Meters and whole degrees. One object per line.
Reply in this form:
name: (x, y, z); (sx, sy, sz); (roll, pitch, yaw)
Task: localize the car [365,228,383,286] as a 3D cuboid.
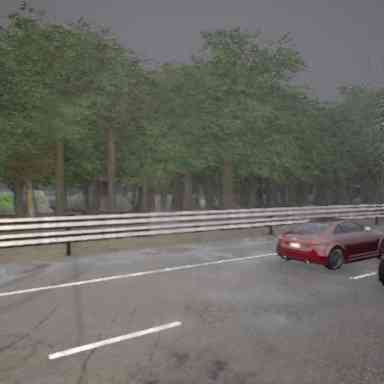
car: (6.254, 1.562, 7.785); (4.181, 1.385, 1.994); (0, 0, -33)

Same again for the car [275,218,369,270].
car: (4.750, 1.557, 10.989); (4.181, 1.385, 1.994); (0, 0, -33)
